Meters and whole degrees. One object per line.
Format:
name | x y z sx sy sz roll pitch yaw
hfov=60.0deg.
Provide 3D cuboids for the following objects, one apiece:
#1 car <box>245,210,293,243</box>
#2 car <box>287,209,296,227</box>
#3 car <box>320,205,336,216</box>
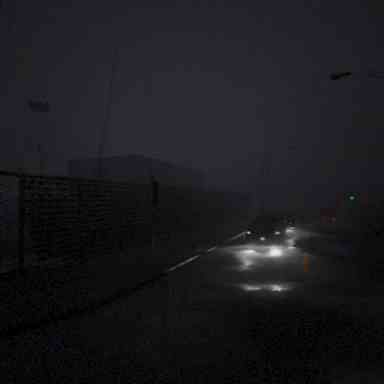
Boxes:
car | 4.401 1.991 19.042 2.033 1.411 5.357 -2 -2 20
car | 7.777 2.189 28.309 1.994 1.385 4.181 -2 -2 20
car | 18.123 2.447 44.560 1.895 1.301 4.718 -2 -2 20
